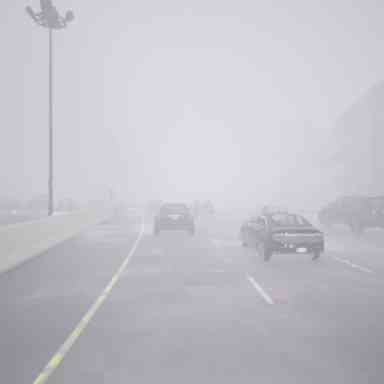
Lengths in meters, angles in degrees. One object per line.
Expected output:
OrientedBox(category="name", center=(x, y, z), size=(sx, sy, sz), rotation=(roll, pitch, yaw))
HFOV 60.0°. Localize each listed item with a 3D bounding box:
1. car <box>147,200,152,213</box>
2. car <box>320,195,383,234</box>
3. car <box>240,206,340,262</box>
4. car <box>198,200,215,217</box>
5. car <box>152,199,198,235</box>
OrientedBox(category="car", center=(-4.067, 1.552, 37.884), size=(2.033, 1.411, 5.357), rotation=(0, 0, -11))
OrientedBox(category="car", center=(9.479, 1.199, 19.170), size=(2.150, 2.045, 5.566), rotation=(0, 0, -6))
OrientedBox(category="car", center=(3.039, 1.484, 12.147), size=(2.128, 1.511, 4.902), rotation=(0, 0, -4))
OrientedBox(category="car", center=(0.806, 1.487, 30.754), size=(2.128, 1.511, 4.902), rotation=(0, 0, -9))
OrientedBox(category="car", center=(-1.097, 1.352, 19.118), size=(2.097, 1.767, 4.553), rotation=(0, 0, -6))
